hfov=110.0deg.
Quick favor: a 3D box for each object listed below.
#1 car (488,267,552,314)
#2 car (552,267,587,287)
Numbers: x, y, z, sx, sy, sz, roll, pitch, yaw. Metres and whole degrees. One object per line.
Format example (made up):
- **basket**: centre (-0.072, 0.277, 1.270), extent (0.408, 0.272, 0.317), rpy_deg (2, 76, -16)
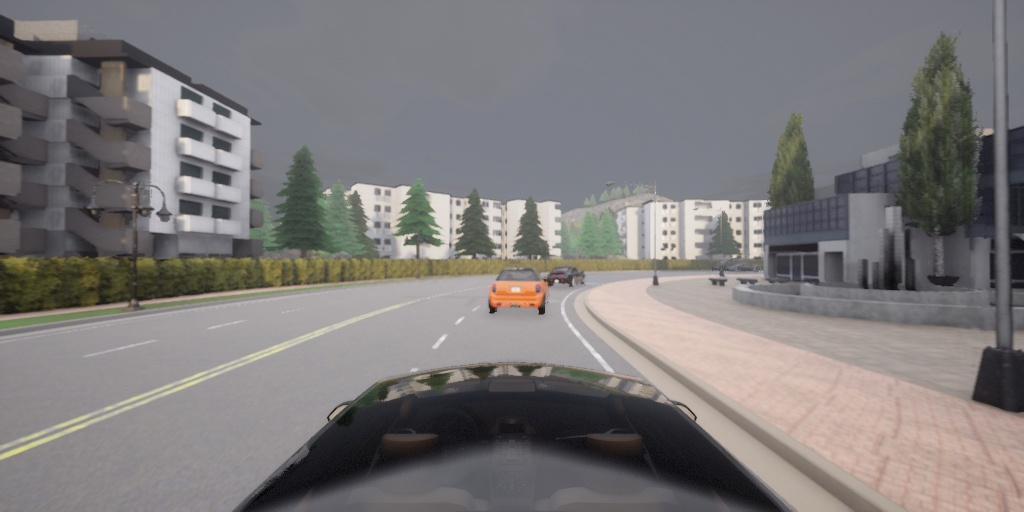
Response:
- **car**: centre (0.424, 1.244, 14.806), extent (2.097, 1.767, 4.553), rpy_deg (0, -1, 8)
- **car**: centre (4.279, 1.539, 27.433), extent (1.837, 1.490, 4.892), rpy_deg (-1, 0, 28)
